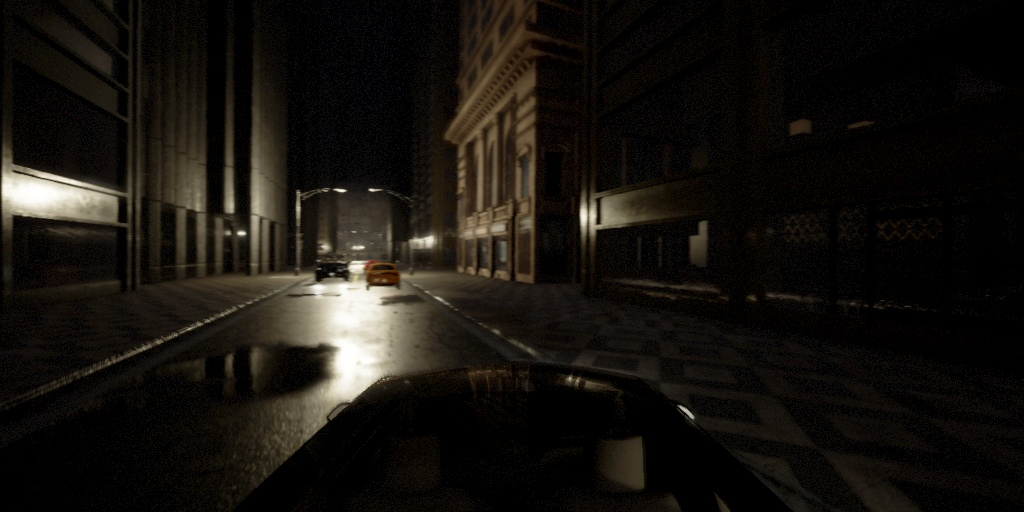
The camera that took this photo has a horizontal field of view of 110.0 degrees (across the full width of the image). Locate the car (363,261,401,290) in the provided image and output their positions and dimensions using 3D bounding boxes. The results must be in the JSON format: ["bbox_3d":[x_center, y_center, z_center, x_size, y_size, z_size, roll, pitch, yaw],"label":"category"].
[{"bbox_3d":[-7.946,1.174,21.980,1.882,1.535,5.008,0,0,-22],"label":"car"}]

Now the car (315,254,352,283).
[{"bbox_3d":[-13.533,0.883,27.358,2.150,2.045,5.566,0,0,-23],"label":"car"}]
